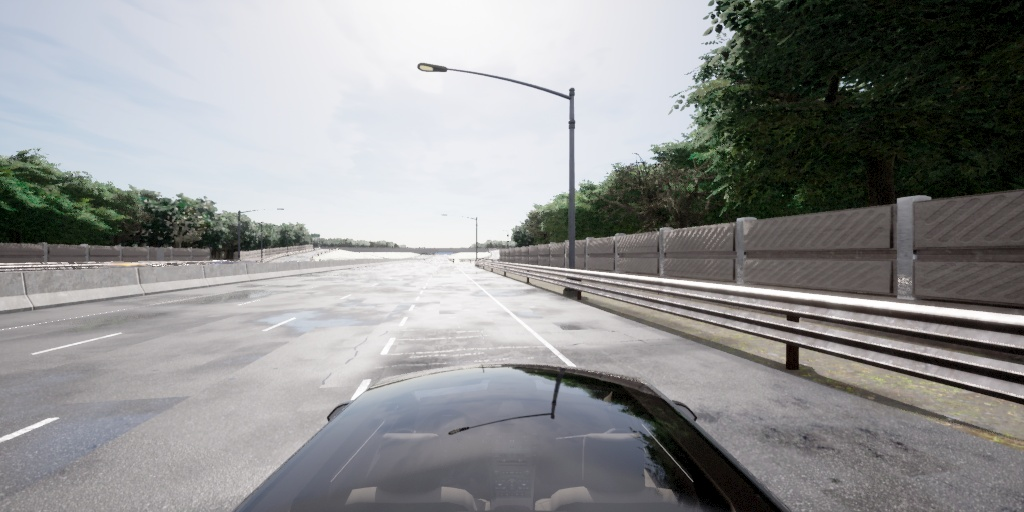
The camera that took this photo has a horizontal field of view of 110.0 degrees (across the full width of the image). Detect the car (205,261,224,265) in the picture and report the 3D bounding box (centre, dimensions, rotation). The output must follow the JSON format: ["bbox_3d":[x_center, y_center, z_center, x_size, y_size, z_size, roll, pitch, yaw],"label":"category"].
[{"bbox_3d":[-41.014,1.343,50.245,2.033,1.411,5.357,0,0,-10],"label":"car"}]

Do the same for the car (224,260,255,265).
[{"bbox_3d":[-37.425,1.320,50.058,1.812,1.442,4.674,0,0,-10],"label":"car"}]

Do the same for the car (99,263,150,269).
[{"bbox_3d":[-25.339,1.234,23.253,1.882,1.535,5.008,0,0,-11],"label":"car"}]
